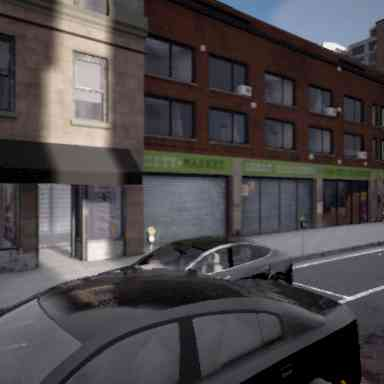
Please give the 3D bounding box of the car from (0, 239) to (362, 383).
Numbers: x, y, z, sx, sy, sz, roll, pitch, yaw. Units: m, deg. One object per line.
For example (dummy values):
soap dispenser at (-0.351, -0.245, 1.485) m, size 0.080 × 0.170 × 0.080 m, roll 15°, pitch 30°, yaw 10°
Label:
car at (-0.679, 1.477, 2.584) m, size 5.008 × 1.535 × 1.882 m, roll 0°, pitch 0°, yaw -35°

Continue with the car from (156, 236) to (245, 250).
car at (0.099, 1.565, 6.257) m, size 4.313 × 1.339 × 1.947 m, roll 0°, pitch 0°, yaw -35°
